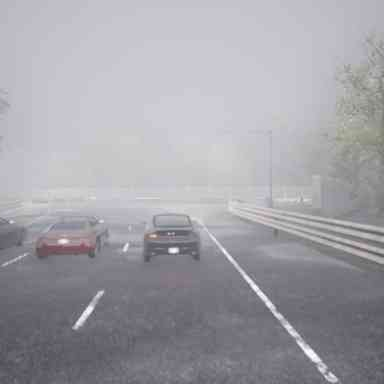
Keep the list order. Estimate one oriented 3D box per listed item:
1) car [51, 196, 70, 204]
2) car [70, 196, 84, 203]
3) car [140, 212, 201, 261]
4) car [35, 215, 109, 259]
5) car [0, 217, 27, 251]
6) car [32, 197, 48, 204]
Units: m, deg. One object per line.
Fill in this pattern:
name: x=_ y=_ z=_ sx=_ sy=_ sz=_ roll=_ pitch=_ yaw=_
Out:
car: x=-26.953 y=1.573 z=67.089 sx=1.812 sy=1.442 sz=4.674 roll=0 pitch=0 yaw=-41
car: x=-24.202 y=1.511 z=69.254 sx=1.882 sy=1.535 sz=5.008 roll=0 pitch=0 yaw=-41
car: x=-0.823 y=1.503 z=12.336 sx=1.837 sy=1.490 sz=4.892 roll=0 pitch=0 yaw=-7
car: x=-4.409 y=1.577 z=12.796 sx=1.994 sy=1.385 sz=4.181 roll=0 pitch=0 yaw=-7
car: x=-7.904 y=1.591 z=12.622 sx=1.994 sy=1.385 sz=4.181 roll=0 pitch=0 yaw=-7
car: x=-29.703 y=1.618 z=64.925 sx=1.994 sy=1.385 sz=4.181 roll=0 pitch=0 yaw=-41
